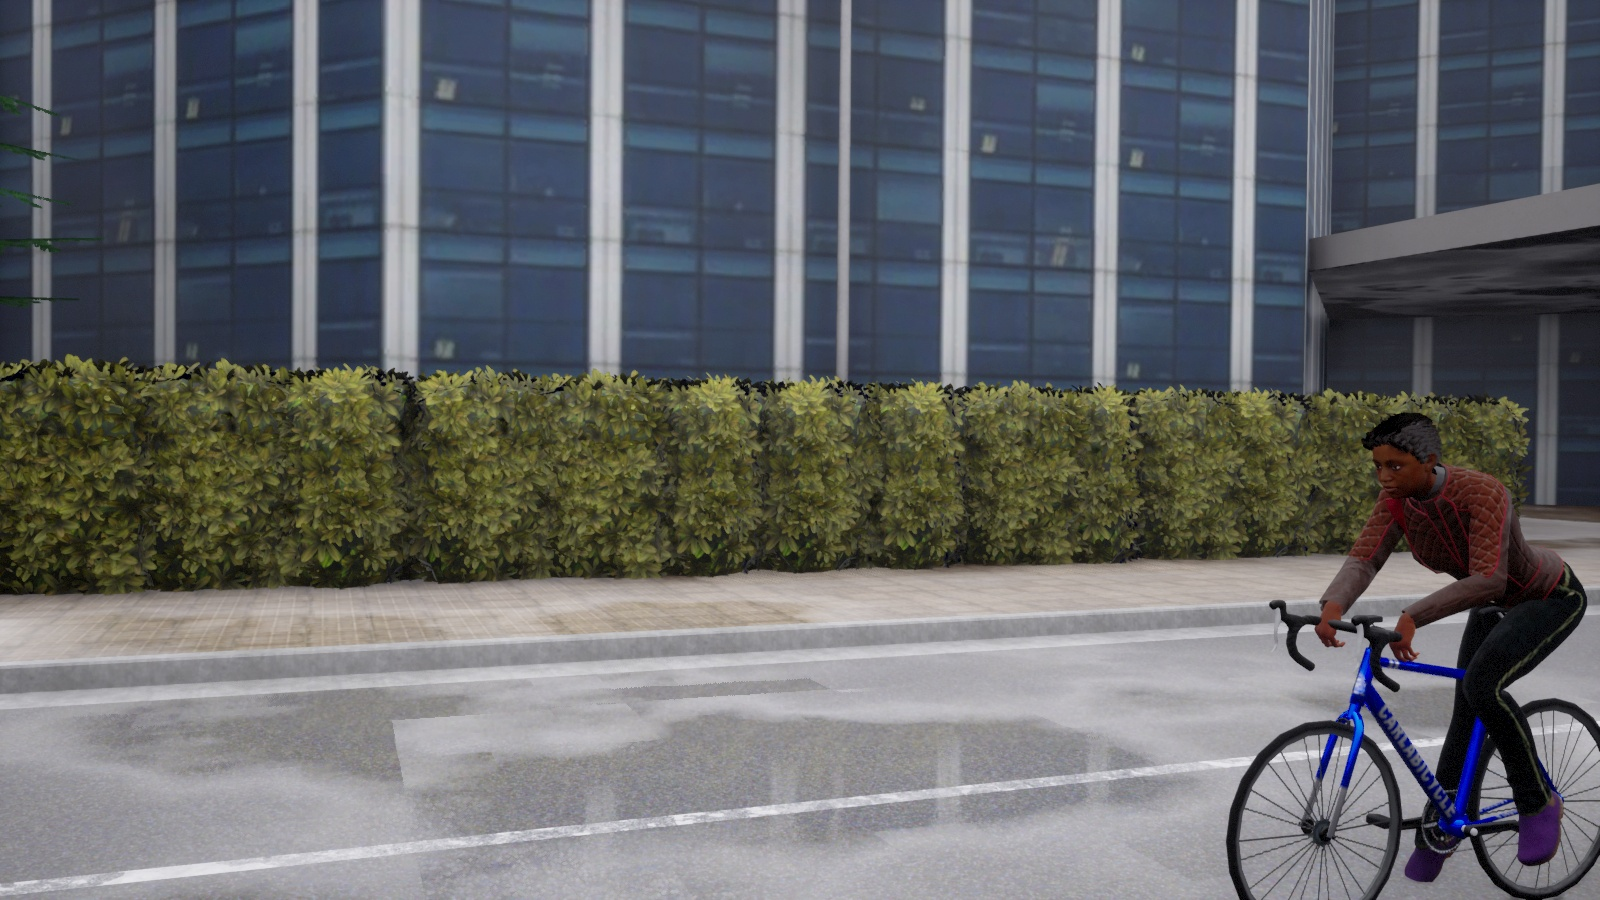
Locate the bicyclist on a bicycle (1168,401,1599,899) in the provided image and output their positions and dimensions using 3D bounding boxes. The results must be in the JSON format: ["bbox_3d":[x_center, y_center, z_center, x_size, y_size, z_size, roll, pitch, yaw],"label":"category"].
[{"bbox_3d":[2.059,0.663,4.021,1.656,1.620,0.582,-1,1,-21],"label":"bicyclist on a bicycle"}]
